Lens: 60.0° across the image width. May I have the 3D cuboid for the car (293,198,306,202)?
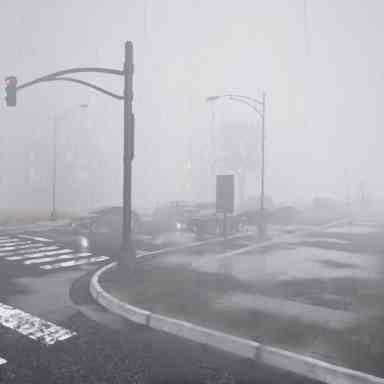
[{"bbox_3d":[18.087,1.727,56.088,1.752,1.417,4.829,1,0,36],"label":"car"}]

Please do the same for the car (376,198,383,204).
[{"bbox_3d":[44.664,2.047,78.102,2.008,1.369,4.403,1,0,36],"label":"car"}]

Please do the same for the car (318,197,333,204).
[{"bbox_3d":[28.049,1.849,69.643,1.947,1.339,4.313,1,0,36],"label":"car"}]

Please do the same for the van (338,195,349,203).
[{"bbox_3d":[37.912,1.707,83.063,1.690,1.788,3.998,1,0,36],"label":"van"}]

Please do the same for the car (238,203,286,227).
[{"bbox_3d":[4.695,1.737,23.495,1.947,1.339,4.313,1,0,36],"label":"car"}]

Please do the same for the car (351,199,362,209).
[{"bbox_3d":[24.942,1.774,51.264,1.967,1.590,4.097,1,0,36],"label":"car"}]

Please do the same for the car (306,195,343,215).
[{"bbox_3d":[15.151,1.569,37.796,2.192,1.841,5.009,1,0,36],"label":"car"}]

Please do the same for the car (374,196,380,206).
[{"bbox_3d":[34.903,1.941,64.820,1.752,1.417,4.829,1,0,36],"label":"car"}]

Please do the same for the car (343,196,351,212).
[{"bbox_3d":[18.410,1.721,42.289,1.967,1.590,4.097,1,0,36],"label":"car"}]

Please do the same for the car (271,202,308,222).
[{"bbox_3d":[7.939,1.779,27.911,1.802,1.307,4.206,1,0,36],"label":"car"}]

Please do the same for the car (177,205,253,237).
[{"bbox_3d":[1.449,1.696,19.077,2.008,1.369,4.403,1,0,36],"label":"car"}]

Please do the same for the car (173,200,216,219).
[{"bbox_3d":[0.894,1.591,28.311,1.837,1.490,4.892,1,0,36],"label":"car"}]

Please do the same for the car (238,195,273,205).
[{"bbox_3d":[7.135,1.358,36.784,2.150,2.045,5.566,1,0,36],"label":"car"}]

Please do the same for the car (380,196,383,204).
[{"bbox_3d":[41.380,1.784,73.629,2.192,1.841,5.009,1,0,36],"label":"car"}]

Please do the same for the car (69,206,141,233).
[{"bbox_3d":[-5.108,1.564,20.147,1.812,1.442,4.674,1,0,36],"label":"car"}]

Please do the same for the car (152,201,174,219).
[{"bbox_3d":[-1.637,1.481,29.463,1.967,1.590,4.097,1,0,36],"label":"car"}]
